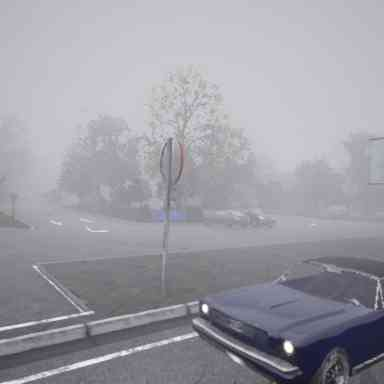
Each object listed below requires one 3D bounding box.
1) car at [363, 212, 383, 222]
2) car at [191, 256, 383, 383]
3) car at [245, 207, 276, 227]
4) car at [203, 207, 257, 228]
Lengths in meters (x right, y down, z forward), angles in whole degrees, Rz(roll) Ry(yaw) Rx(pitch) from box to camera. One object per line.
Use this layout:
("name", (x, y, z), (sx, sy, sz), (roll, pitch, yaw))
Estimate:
("car", (25.351, 3.397, 44.389), (2.002, 1.452, 4.674), (3, -2, -35))
("car", (2.343, 1.799, 5.344), (4.718, 1.301, 1.895), (2, -1, -35))
("car", (5.467, 2.211, 30.407), (2.185, 1.767, 4.553), (3, -2, -35))
("car", (2.915, 2.245, 28.518), (2.002, 1.452, 4.674), (3, -2, -36))
